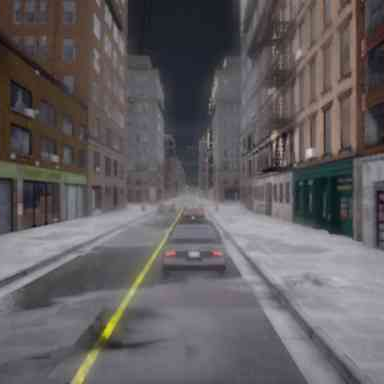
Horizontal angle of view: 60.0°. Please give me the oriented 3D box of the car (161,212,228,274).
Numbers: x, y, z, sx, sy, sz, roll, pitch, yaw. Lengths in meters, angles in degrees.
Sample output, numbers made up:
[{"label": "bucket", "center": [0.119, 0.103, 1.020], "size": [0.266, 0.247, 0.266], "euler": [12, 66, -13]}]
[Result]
[{"label": "car", "center": [0.070, 1.609, 10.768], "size": [2.033, 1.411, 5.357], "euler": [0, 0, 0]}]

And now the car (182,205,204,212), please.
[{"label": "car", "center": [0.092, 1.764, 28.757], "size": [1.895, 1.301, 4.718], "euler": [0, 0, 0]}]

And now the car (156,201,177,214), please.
[{"label": "car", "center": [-2.832, 1.741, 37.849], "size": [1.812, 1.442, 4.674], "euler": [0, 0, 0]}]
